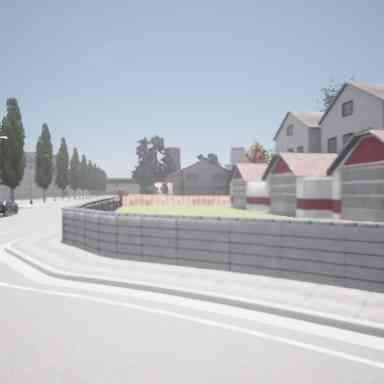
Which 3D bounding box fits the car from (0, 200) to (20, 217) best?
[{"bbox_3d":[-17.963,1.518,31.572,1.837,1.490,4.892,0,0,-10],"label":"car"}]
